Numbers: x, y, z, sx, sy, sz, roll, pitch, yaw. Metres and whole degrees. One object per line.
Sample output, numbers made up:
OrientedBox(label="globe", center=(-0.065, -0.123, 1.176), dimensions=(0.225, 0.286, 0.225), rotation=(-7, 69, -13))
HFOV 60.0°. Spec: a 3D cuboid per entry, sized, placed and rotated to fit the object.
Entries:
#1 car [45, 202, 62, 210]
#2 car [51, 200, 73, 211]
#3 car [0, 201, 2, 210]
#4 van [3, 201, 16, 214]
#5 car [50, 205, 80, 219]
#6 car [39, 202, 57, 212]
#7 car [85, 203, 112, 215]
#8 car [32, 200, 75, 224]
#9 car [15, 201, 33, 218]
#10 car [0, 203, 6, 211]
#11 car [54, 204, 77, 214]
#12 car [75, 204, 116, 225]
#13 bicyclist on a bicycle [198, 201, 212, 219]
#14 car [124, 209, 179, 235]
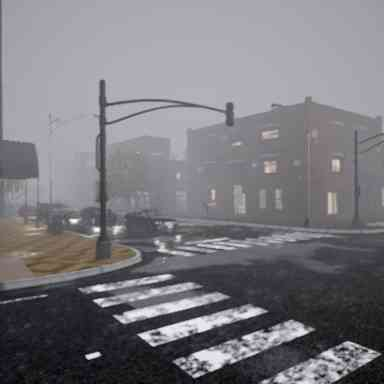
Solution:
OrientedBox(label="car", center=(-26.407, 2.631, 63.298), dimensions=(1.752, 1.417, 4.829), rotation=(-1, 0, -37))
OrientedBox(label="car", center=(-23.008, 2.328, 58.723), dimensions=(2.192, 1.841, 5.009), rotation=(-1, 0, -37))
OrientedBox(label="car", center=(-33.039, 2.460, 58.166), dimensions=(2.192, 1.841, 5.009), rotation=(-1, 0, -37))
OrientedBox(label="van", center=(-26.431, 2.307, 49.287), dimensions=(1.690, 1.788, 3.998), rotation=(-1, 0, -37))
OrientedBox(label="car", center=(-14.360, 2.244, 37.443), dimensions=(1.994, 1.385, 4.181), rotation=(0, -1, -37))
OrientedBox(label="car", center=(-24.217, 2.527, 55.869), dimensions=(1.812, 1.442, 4.674), rotation=(0, -1, -37))
OrientedBox(label="car", center=(-12.641, 2.282, 44.822), dimensions=(2.008, 1.369, 4.403), rotation=(-1, 0, -37))
OrientedBox(label="car", center=(-12.862, 1.909, 30.885), dimensions=(2.192, 1.841, 5.009), rotation=(-1, 0, -37))
OrientedBox(label="car", center=(-19.395, 2.214, 39.817), dimensions=(1.967, 1.590, 4.097), rotation=(-1, 0, -37))
OrientedBox(label="car", center=(-36.237, 2.758, 62.469), dimensions=(1.752, 1.417, 4.829), rotation=(-1, 0, -37))
OrientedBox(label="car", center=(-18.276, 2.441, 47.979), dimensions=(1.895, 1.301, 4.718), rotation=(0, -1, -36))
OrientedBox(label="car", center=(-8.388, 1.995, 29.414), dimensions=(1.882, 1.535, 5.008), rotation=(0, -1, -37))
OrientedBox(label="bicyclist on a bicycle", center=(1.236, 1.703, 31.095), dimensions=(1.656, 1.620, 0.582), rotation=(-1, 0, -37))
OrientedBox(label="car", center=(-2.750, 1.855, 21.828), dimensions=(2.128, 1.511, 4.902), rotation=(0, -1, -37))
